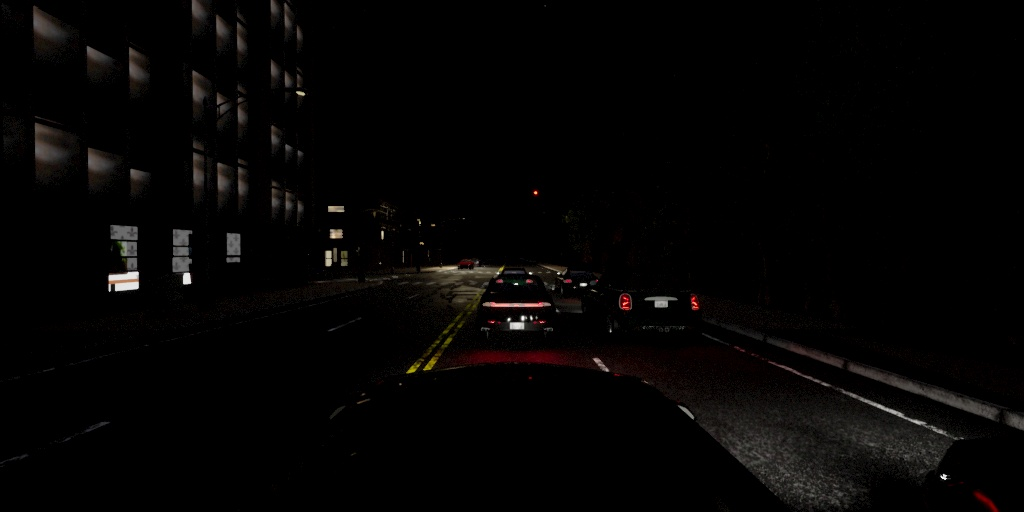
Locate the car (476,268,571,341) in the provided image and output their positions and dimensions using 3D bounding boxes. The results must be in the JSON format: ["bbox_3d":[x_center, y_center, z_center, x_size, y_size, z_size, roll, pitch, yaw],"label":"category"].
[{"bbox_3d":[0.108,1.240,9.873,2.128,1.511,4.902,0,0,0],"label":"car"}]

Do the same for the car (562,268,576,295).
[{"bbox_3d":[3.363,1.311,18.792,1.994,1.385,4.181,0,0,0],"label":"car"}]

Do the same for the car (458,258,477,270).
[{"bbox_3d":[-6.587,1.220,51.479,1.882,1.535,5.008,0,0,0],"label":"car"}]

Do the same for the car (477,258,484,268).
[{"bbox_3d":[-6.591,1.095,62.014,2.097,1.767,4.553,0,0,0],"label":"car"}]

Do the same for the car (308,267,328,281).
[{"bbox_3d":[-19.704,1.521,33.073,5.008,1.535,1.882,-1,1,0],"label":"car"}]

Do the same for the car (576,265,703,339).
[{"bbox_3d":[3.358,1.101,10.184,2.097,1.767,4.553,0,0,0],"label":"car"}]

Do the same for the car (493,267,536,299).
[{"bbox_3d":[0.117,1.311,18.778,1.994,1.385,4.181,0,0,0],"label":"car"}]
